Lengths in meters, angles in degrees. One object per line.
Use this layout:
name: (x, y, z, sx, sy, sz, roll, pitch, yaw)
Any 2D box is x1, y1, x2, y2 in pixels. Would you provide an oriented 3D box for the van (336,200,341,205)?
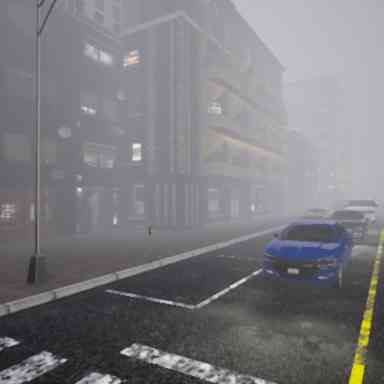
van: (17.679, 1.774, 38.543, 1.690, 1.788, 3.998, -1, -1, 31)

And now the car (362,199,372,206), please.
car: (40.731, 2.391, 77.207, 1.752, 1.417, 4.829, -1, -1, 31)

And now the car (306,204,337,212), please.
car: (9.003, 1.828, 23.986, 2.008, 1.369, 4.403, -1, -1, 31)

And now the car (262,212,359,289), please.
car: (3.628, 1.594, 9.916, 1.882, 1.535, 5.008, -1, -1, 31)

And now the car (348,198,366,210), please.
car: (26.355, 1.908, 53.099, 2.192, 1.841, 5.009, -1, -1, 31)

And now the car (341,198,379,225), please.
car: (13.924, 1.519, 27.164, 2.150, 2.045, 5.566, -1, -1, 31)

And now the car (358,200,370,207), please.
car: (35.034, 2.306, 67.649, 2.008, 1.369, 4.403, -1, -1, 31)

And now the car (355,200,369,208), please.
car: (32.141, 2.266, 62.798, 1.947, 1.339, 4.313, -1, -1, 31)

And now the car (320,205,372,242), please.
car: (8.466, 1.706, 18.027, 1.837, 1.490, 4.892, -1, -1, 31)

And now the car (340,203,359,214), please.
car: (20.572, 2.067, 43.392, 1.802, 1.307, 4.206, -1, -1, 31)
